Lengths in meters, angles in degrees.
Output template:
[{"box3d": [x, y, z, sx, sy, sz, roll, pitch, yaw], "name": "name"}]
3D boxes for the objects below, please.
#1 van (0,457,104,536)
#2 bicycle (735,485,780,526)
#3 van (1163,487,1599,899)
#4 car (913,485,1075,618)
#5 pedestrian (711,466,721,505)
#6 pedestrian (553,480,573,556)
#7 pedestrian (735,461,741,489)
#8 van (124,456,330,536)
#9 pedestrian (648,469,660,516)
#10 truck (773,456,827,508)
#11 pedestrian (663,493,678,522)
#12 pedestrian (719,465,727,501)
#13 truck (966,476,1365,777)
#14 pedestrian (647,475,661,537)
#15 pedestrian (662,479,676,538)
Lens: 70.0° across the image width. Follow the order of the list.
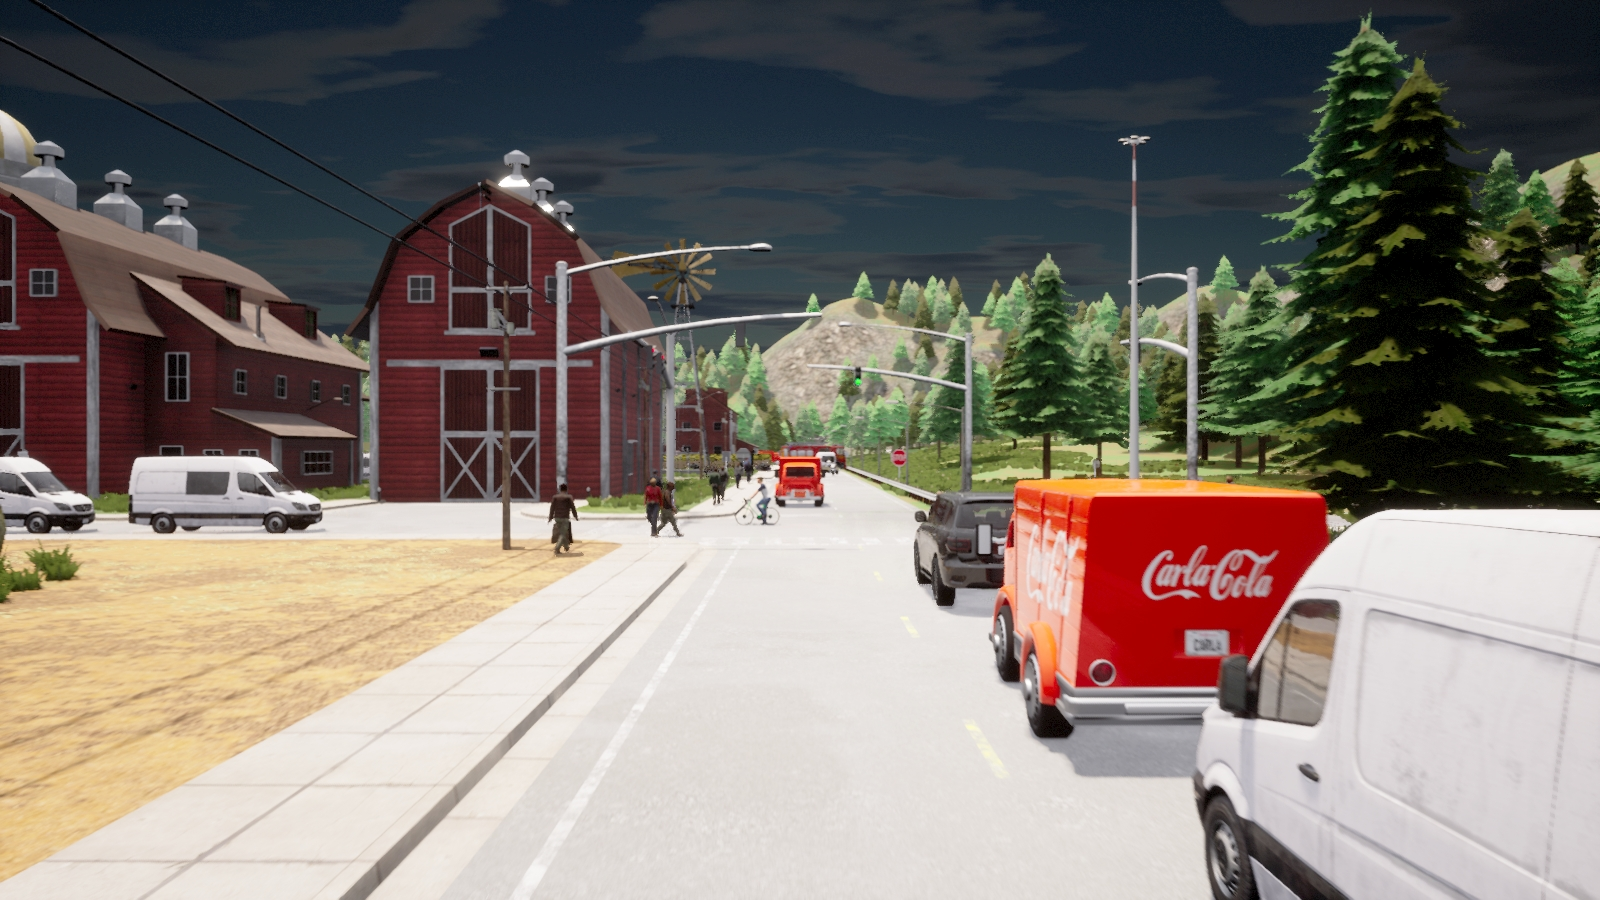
[{"box3d": [-26.889, 1.512, 38.254, 5.915, 2.561, 1.988, 0, 0, -1], "name": "van"}, {"box3d": [-1.574, 2.041, 42.228, 1.643, 1.496, 0.373, 0, 0, -1], "name": "bicycle"}, {"box3d": [3.507, 1.535, 4.917, 1.988, 2.561, 5.915, 0, 0, 0], "name": "van"}, {"box3d": [3.521, 1.782, 21.897, 2.150, 2.045, 5.566, 0, 0, 0], "name": "car"}, {"box3d": [-4.024, 1.701, 54.794, 0.375, 1.860, 0.375, 0, 0, 14], "name": "pedestrian"}, {"box3d": [-5.892, 1.680, 28.439, 0.375, 1.860, 0.375, 0, 0, 10], "name": "pedestrian"}, {"box3d": [-4.187, 1.706, 77.196, 0.375, 1.860, 0.375, 0, 0, 0], "name": "pedestrian"}, {"box3d": [-19.167, 1.509, 38.397, 5.915, 2.561, 1.988, 0, 0, -1], "name": "van"}, {"box3d": [-5.755, 1.674, 45.047, 0.375, 1.860, 0.375, 0, 0, 6], "name": "pedestrian"}, {"box3d": [-0.014, 1.574, 57.801, 2.627, 2.467, 5.204, 0, 0, 0], "name": "truck"}, {"box3d": [-4.995, 2.209, 44.091, 0.500, 1.100, 0.500, 0, 0, 5], "name": "pedestrian"}, {"box3d": [-4.002, 1.703, 59.377, 0.375, 1.860, 0.375, 0, 0, 2], "name": "pedestrian"}, {"box3d": [3.505, 1.567, 12.368, 2.627, 2.467, 5.204, 0, 0, 0], "name": "truck"}, {"box3d": [-4.389, 1.681, 34.423, 0.375, 1.860, 0.375, 0, 0, 0], "name": "pedestrian"}, {"box3d": [-4.116, 1.832, 35.847, 0.375, 1.860, 0.375, 0, 0, 1], "name": "pedestrian"}]
